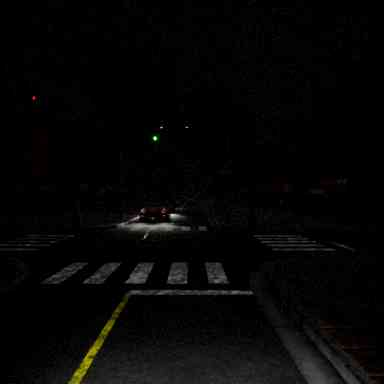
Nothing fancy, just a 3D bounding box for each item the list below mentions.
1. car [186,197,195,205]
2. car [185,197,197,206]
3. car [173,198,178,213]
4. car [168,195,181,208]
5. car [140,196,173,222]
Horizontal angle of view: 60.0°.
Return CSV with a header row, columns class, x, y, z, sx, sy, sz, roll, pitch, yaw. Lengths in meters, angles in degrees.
class,x,y,z,sx,sy,sz,roll,pitch,yaw
car,-0.241,1.851,68.816,1.837,1.490,4.892,0,-1,0
car,-0.206,1.788,58.800,1.812,1.442,4.674,0,0,0
car,-2.983,1.729,38.761,1.895,1.301,4.718,0,0,0
car,-3.016,1.437,53.348,2.150,2.045,5.566,0,0,0
car,-2.942,1.418,27.138,2.097,1.767,4.553,0,0,0
